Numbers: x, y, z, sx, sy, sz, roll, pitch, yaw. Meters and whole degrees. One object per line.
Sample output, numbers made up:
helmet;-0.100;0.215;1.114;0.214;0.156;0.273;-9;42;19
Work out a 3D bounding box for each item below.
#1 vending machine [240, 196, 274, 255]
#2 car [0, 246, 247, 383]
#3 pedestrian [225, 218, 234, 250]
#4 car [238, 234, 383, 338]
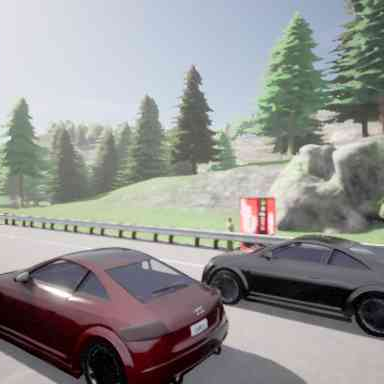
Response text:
vending machine;2.457;1.196;12.558;0.880;2.100;1.100;0;0;36
car;-1.546;1.565;5.097;4.181;1.385;1.994;0;0;36
pedestrian;1.473;1.575;12.983;0.375;1.300;0.375;0;0;36
car;2.260;1.564;6.679;4.181;1.385;1.994;0;0;36
